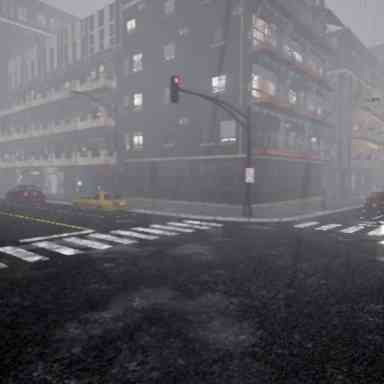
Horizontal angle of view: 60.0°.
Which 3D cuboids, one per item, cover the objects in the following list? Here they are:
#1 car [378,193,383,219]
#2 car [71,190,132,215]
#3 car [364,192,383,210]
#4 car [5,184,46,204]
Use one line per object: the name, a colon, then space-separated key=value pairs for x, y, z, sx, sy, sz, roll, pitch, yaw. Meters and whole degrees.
car: x=13.042 y=0.900 z=20.226 sx=1.812 sy=1.442 sz=4.674 roll=3 pitch=3 yaw=41
car: x=-5.816 y=0.571 z=20.956 sx=4.829 sy=1.417 sz=1.752 roll=3 pitch=4 yaw=41
car: x=15.215 y=0.703 z=26.749 sx=1.887 sy=1.381 sz=4.507 roll=2 pitch=2 yaw=41
car: x=-14.093 y=0.124 z=28.032 sx=4.097 sy=1.590 sz=1.967 roll=2 pitch=4 yaw=41
